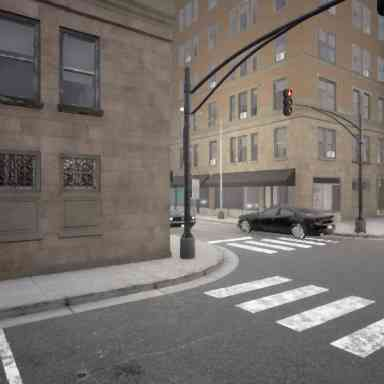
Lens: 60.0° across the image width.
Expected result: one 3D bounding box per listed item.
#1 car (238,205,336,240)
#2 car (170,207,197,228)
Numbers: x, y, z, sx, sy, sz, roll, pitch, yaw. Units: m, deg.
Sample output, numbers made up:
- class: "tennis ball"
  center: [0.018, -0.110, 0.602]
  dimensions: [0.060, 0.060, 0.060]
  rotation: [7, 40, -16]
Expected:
- class: "car"
  center: [4.556, 1.416, 16.739]
  dimensions: [1.882, 1.535, 5.008]
  rotation: [-1, 1, -42]
- class: "car"
  center: [-1.760, 1.502, 19.830]
  dimensions: [1.895, 1.301, 4.718]
  rotation: [0, 0, -36]
